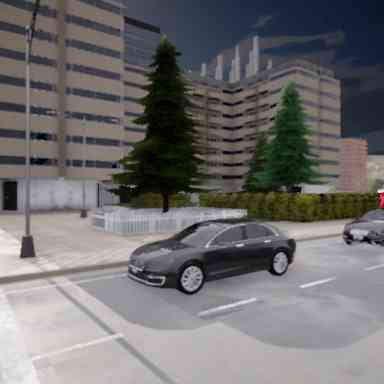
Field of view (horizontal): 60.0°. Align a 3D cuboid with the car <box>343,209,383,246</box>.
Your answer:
[{"bbox_3d":[8.428,1.486,14.293,4.902,1.511,2.128,0,0,-35],"label":"car"}]

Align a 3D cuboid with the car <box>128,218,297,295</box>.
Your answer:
[{"bbox_3d":[0.718,1.502,8.825,4.892,1.490,1.837,0,0,-35],"label":"car"}]
